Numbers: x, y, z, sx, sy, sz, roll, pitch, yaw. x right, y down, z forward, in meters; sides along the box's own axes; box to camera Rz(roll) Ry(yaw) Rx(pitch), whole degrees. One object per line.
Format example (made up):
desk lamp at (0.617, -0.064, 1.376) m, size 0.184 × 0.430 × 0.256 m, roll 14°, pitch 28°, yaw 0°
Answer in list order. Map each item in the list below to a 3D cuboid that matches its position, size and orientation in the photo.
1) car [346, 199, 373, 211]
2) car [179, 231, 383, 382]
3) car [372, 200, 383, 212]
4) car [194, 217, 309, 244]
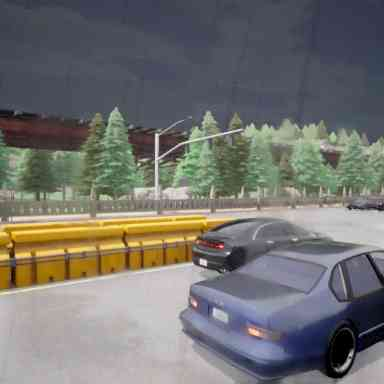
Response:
car at (20.901, 1.547, 40.391) m, size 5.357 × 1.411 × 2.033 m, roll 0°, pitch 0°, yaw -35°
car at (2.398, 1.547, 5.496) m, size 5.357 × 1.411 × 2.033 m, roll 0°, pitch 0°, yaw -35°
car at (22.663, 1.601, 37.348) m, size 4.718 × 1.301 × 1.895 m, roll 0°, pitch 0°, yaw -35°
car at (2.261, 1.505, 9.685) m, size 4.892 × 1.490 × 1.837 m, roll 0°, pitch 0°, yaw -35°
